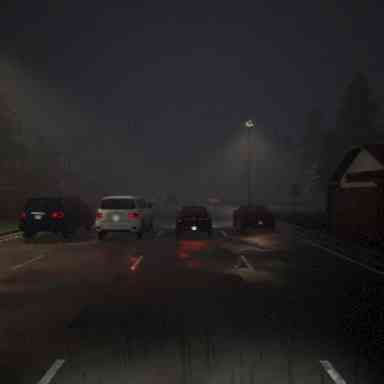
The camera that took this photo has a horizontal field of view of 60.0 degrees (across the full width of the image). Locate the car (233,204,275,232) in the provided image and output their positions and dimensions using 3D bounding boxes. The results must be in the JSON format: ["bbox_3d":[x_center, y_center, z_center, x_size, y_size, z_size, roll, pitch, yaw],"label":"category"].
[{"bbox_3d":[3.602,1.473,20.007,1.882,1.535,5.008,0,0,0],"label":"car"}]

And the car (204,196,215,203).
[{"bbox_3d":[3.507,1.486,66.993,1.837,1.490,4.892,0,0,0],"label":"car"}]

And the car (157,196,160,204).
[{"bbox_3d":[-6.994,1.513,56.990,1.812,1.442,4.674,0,0,0],"label":"car"}]

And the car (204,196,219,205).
[{"bbox_3d":[3.506,1.513,56.989,1.812,1.442,4.674,0,0,0],"label":"car"}]

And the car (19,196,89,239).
[{"bbox_3d":[-6.898,1.218,17.582,2.150,2.045,5.566,0,0,0],"label":"car"}]

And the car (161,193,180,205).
[{"bbox_3d":[-3.494,1.209,56.605,2.150,2.045,5.566,0,0,0],"label":"car"}]

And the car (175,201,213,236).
[{"bbox_3d":[0.103,1.501,18.531,1.837,1.490,4.892,0,0,0],"label":"car"}]

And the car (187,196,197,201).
[{"bbox_3d":[0.006,1.588,57.020,1.895,1.301,4.718,0,0,0],"label":"car"}]

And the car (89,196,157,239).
[{"bbox_3d":[-3.397,1.218,17.545,2.150,2.045,5.566,0,0,0],"label":"car"}]

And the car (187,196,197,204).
[{"bbox_3d":[0.007,1.515,66.994,1.812,1.442,4.674,0,0,0],"label":"car"}]

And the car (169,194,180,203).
[{"bbox_3d":[-3.493,1.351,66.964,2.097,1.767,4.553,0,0,0],"label":"car"}]
